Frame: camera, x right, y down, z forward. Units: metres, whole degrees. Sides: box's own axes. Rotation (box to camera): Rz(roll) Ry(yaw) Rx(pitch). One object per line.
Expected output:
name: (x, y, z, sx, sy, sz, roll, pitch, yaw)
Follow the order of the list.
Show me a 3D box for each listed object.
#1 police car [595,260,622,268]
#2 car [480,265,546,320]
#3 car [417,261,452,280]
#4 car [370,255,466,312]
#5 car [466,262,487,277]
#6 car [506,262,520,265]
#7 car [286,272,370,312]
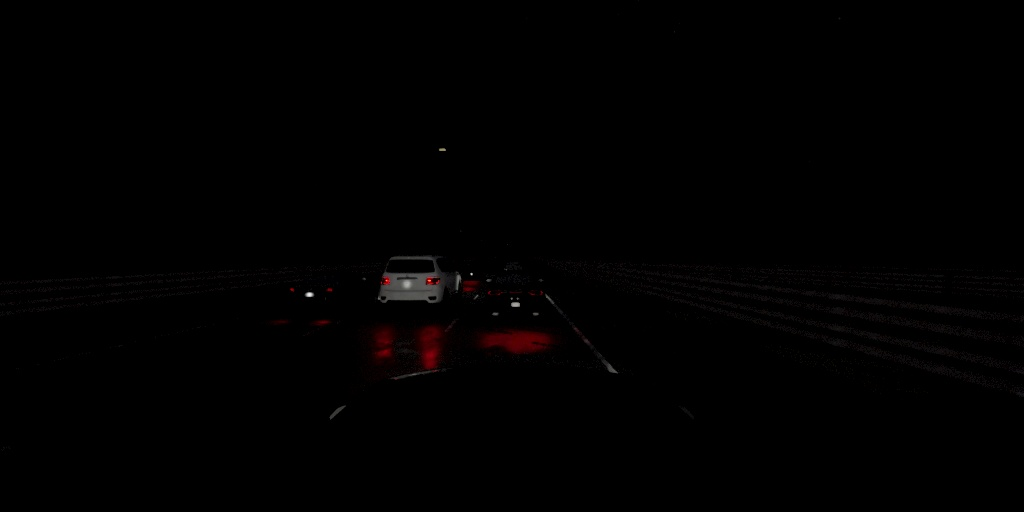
police car: (13.284, 1.390, 50.081, 2.038, 1.542, 4.974, 0, 0, -14)
car: (0.103, 1.234, 12.678, 1.882, 1.535, 5.008, 0, 0, 0)
car: (-6.895, 1.259, 32.420, 2.128, 1.511, 4.902, 0, 0, 0)
car: (-3.398, 0.979, 14.301, 2.150, 2.045, 5.566, 0, 0, 0)
car: (-3.400, 1.279, 32.663, 1.837, 1.490, 4.892, 0, 0, 0)
car: (0.101, 1.300, 33.628, 1.812, 1.442, 4.674, 0, 0, 0)
car: (-6.897, 1.311, 14.215, 1.994, 1.385, 4.181, 0, -1, 0)
